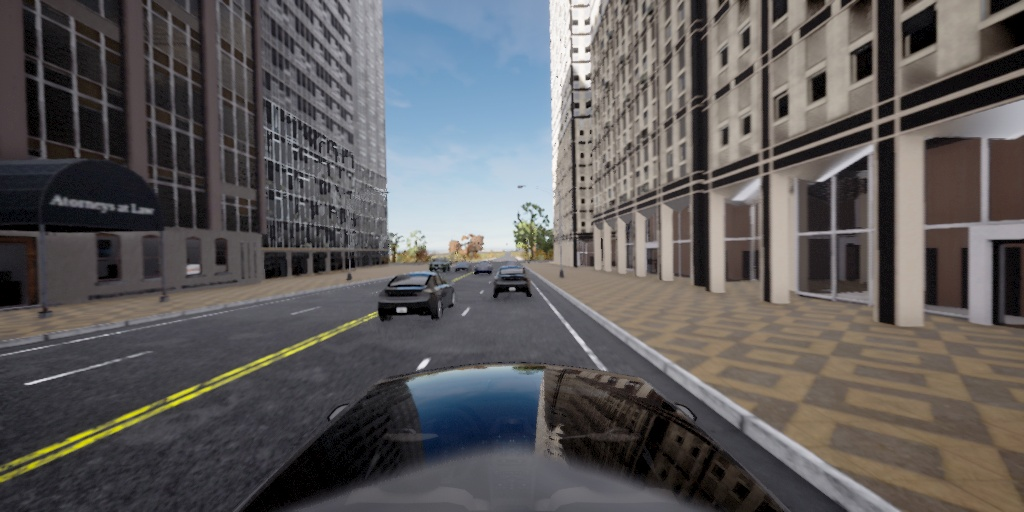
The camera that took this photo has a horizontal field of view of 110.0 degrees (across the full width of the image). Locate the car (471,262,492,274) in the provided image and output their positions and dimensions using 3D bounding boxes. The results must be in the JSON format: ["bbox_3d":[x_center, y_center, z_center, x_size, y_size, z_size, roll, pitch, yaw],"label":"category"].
[{"bbox_3d":[-3.320,1.410,42.841,1.994,1.385,4.181,-1,0,0],"label":"car"}]

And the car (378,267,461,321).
[{"bbox_3d":[-3.219,1.328,12.840,1.837,1.490,4.892,-1,0,0],"label":"car"}]

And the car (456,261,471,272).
[{"bbox_3d":[-6.697,1.461,49.933,2.033,1.411,5.357,-1,0,0],"label":"car"}]

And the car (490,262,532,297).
[{"bbox_3d":[0.007,1.274,19.026,1.837,1.490,4.892,-1,0,0],"label":"car"}]

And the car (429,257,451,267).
[{"bbox_3d":[-9.952,1.188,49.877,2.150,2.045,5.566,-1,0,0],"label":"car"}]
